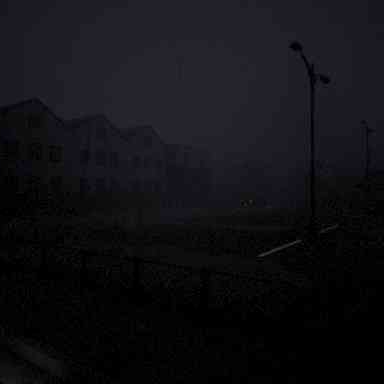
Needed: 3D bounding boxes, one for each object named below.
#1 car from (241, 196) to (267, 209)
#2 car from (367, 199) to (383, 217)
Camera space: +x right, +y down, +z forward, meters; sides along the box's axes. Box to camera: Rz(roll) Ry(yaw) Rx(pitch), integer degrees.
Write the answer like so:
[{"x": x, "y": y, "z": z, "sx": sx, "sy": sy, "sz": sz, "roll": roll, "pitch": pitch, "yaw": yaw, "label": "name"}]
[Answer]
[{"x": 7.975, "y": 1.313, "z": 42.816, "sx": 1.837, "sy": 1.490, "sz": 4.892, "roll": 0, "pitch": 0, "yaw": 35, "label": "car"}, {"x": 15.420, "y": 1.298, "z": 26.809, "sx": 2.007, "sy": 1.523, "sz": 4.514, "roll": 0, "pitch": 0, "yaw": 35, "label": "car"}]
